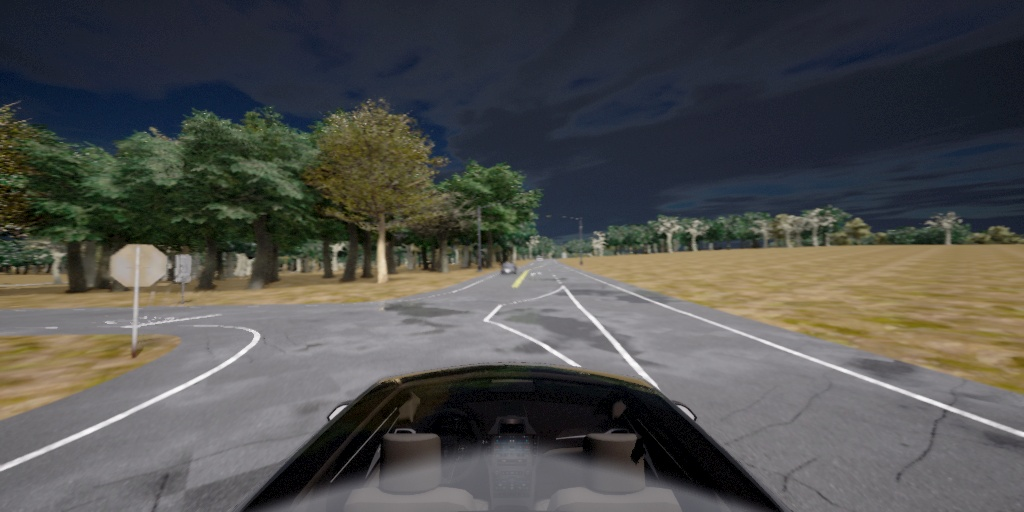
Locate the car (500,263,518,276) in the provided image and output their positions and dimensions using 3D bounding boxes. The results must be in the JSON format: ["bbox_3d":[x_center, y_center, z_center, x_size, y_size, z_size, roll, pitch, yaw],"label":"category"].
[{"bbox_3d":[-0.339,1.557,43.545,2.128,1.511,4.902,-1,0,4],"label":"car"}]
